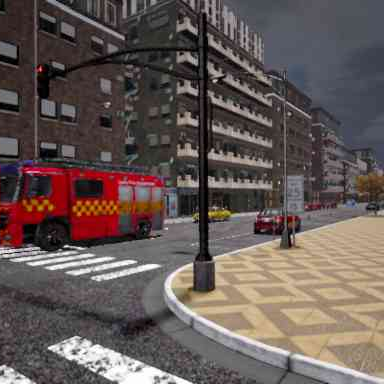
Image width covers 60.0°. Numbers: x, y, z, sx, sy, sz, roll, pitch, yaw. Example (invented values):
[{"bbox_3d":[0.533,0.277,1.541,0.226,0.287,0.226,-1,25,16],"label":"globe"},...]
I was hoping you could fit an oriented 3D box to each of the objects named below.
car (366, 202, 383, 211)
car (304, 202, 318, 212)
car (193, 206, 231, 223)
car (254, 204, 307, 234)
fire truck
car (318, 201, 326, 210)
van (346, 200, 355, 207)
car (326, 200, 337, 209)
[{"bbox_3d":[31.602,2.579,58.172,1.947,1.339,4.313,-2,-2,35],"label":"car"},{"bbox_3d":[18.291,2.352,53.735,1.967,1.590,4.097,-2,-2,35],"label":"car"},{"bbox_3d":[1.904,1.992,30.517,1.752,1.417,4.829,-2,-2,35],"label":"car"},{"bbox_3d":[5.538,1.746,21.252,1.967,1.590,4.097,-2,-2,35],"label":"car"},{"bbox_3d":[-5.063,0.537,16.054,2.891,3.827,8.468,-1,-1,35],"label":"fire truck"},{"bbox_3d":[21.550,2.545,58.348,1.887,1.381,4.507,-2,-2,35],"label":"car"},{"bbox_3d":[41.059,2.873,86.070,1.690,1.788,3.998,-2,-2,35],"label":"van"},{"bbox_3d":[28.063,2.492,67.584,2.192,1.841,5.009,-2,-2,35],"label":"car"}]
